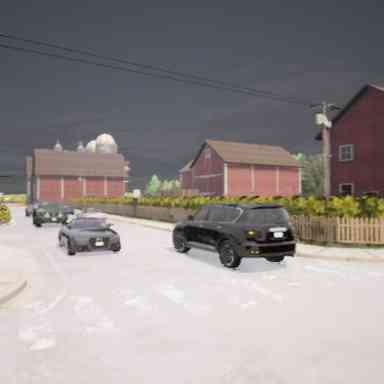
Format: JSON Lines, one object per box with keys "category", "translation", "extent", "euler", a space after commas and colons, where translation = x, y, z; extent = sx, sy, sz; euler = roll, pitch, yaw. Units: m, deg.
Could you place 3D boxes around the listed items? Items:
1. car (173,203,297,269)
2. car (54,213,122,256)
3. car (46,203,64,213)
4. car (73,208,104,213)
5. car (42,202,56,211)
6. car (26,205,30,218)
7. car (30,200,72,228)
{"category": "car", "translation": [1.280, 1.421, 12.296], "extent": [2.150, 2.045, 5.566], "euler": [1, -1, -29]}
{"category": "car", "translation": [-4.497, 1.816, 14.410], "extent": [1.994, 1.385, 4.181], "euler": [0, -1, -29]}
{"category": "car", "translation": [-21.297, 2.471, 51.566], "extent": [1.994, 1.385, 4.181], "euler": [0, -1, -29]}
{"category": "car", "translation": [-9.167, 2.124, 30.242], "extent": [1.895, 1.301, 4.718], "euler": [0, -1, -29]}
{"category": "car", "translation": [-25.169, 2.508, 58.441], "extent": [1.882, 1.535, 5.008], "euler": [0, -1, -29]}
{"category": "car", "translation": [-18.676, 2.197, 39.629], "extent": [2.128, 1.511, 4.902], "euler": [0, -1, -29]}
{"category": "car", "translation": [-11.423, 1.697, 26.711], "extent": [2.150, 2.045, 5.566], "euler": [0, -1, -29]}
